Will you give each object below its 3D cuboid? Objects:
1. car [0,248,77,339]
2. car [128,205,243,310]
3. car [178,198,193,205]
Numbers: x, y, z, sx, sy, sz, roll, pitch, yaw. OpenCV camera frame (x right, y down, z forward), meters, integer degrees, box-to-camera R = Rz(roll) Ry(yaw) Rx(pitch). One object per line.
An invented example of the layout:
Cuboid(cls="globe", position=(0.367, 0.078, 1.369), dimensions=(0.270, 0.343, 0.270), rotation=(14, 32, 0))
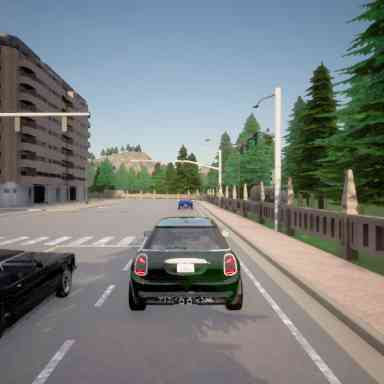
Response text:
Cuboid(cls="car", position=(-3.543, 1.601, 5.580), dimensions=(1.895, 1.301, 4.718), rotation=(0, 0, -1))
Cuboid(cls="car", position=(-0.126, 1.352, 7.951), dimensions=(2.097, 1.767, 4.553), rotation=(0, 0, 0))
Cuboid(cls="car", position=(-0.861, 1.477, 44.286), dimensions=(1.882, 1.535, 5.008), rotation=(0, 0, -1))
